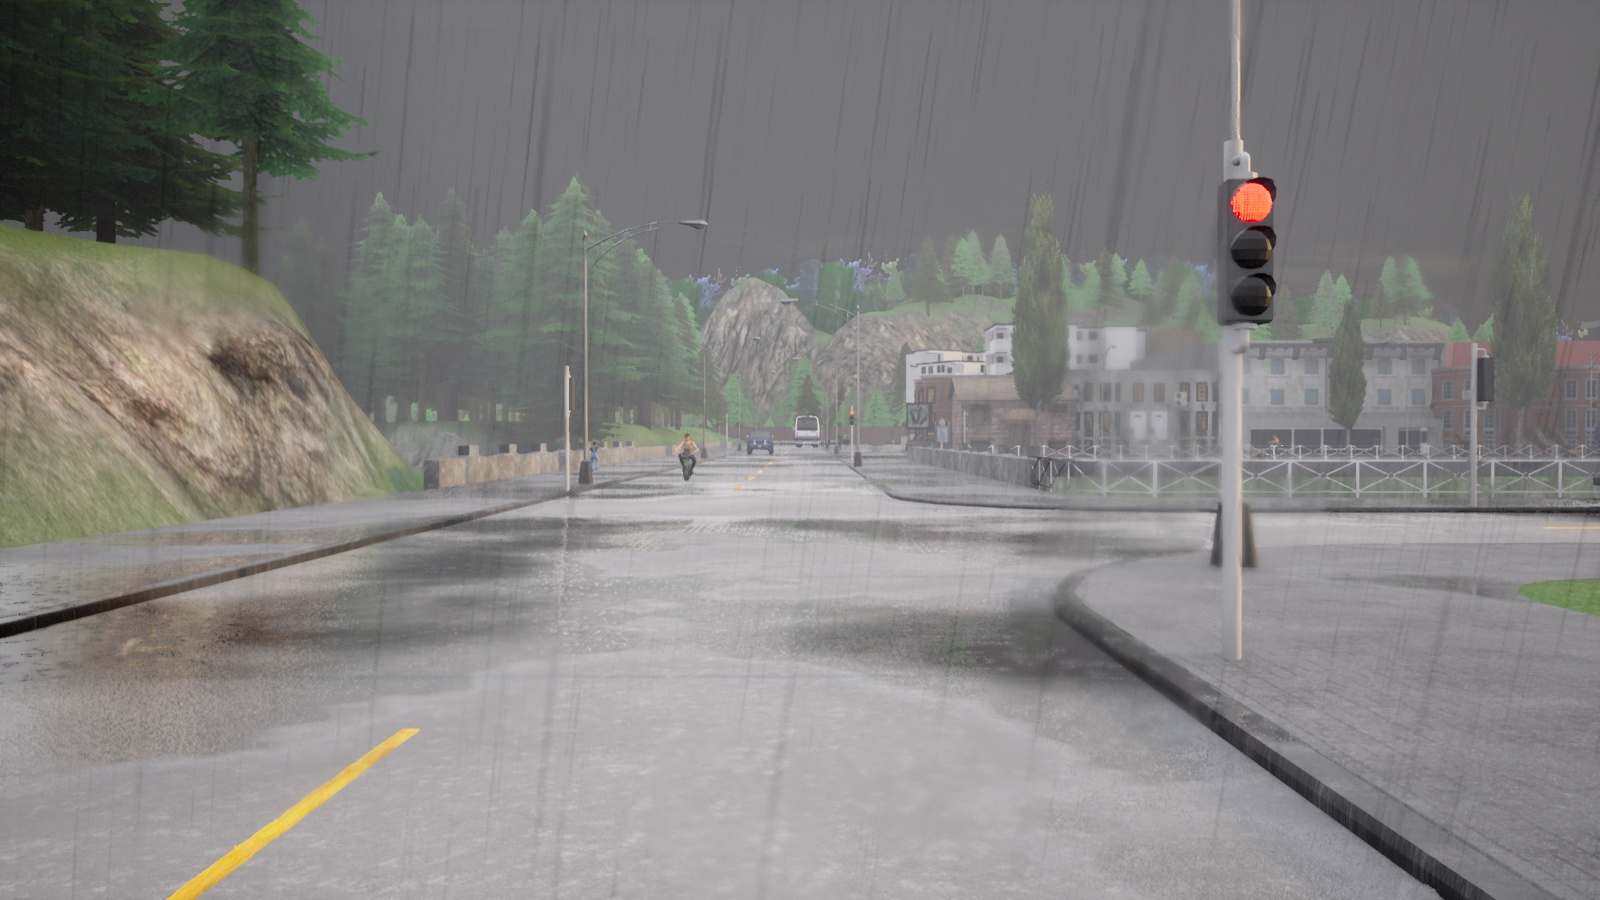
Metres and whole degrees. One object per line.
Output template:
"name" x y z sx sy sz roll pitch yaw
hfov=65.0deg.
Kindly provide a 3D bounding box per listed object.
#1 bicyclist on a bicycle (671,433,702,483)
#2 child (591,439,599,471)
"bicyclist on a bicycle" -3.750 0.250 41.590 0.866 1.612 1.509 0 1 0
"child" -8.338 0.202 51.082 0.270 1.263 0.437 0 1 0
